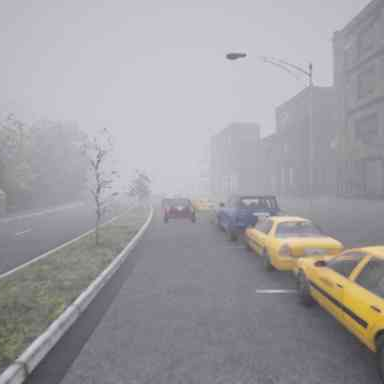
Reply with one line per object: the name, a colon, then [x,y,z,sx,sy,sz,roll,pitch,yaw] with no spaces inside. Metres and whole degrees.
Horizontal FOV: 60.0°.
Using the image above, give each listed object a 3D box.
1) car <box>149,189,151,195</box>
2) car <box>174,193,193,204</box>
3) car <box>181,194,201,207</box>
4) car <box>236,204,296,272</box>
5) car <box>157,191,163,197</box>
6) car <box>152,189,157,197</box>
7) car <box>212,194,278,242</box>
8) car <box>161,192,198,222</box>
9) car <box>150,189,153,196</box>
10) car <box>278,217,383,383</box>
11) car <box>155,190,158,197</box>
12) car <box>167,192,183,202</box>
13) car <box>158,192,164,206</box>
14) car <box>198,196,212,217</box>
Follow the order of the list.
car: [-10.206,0.393,92.453,2.163,1.488,4.792,0,1,-12]
car: [-1.333,0.996,50.575,2.163,1.488,4.792,0,1,-9]
car: [-0.206,1.046,43.624,1.946,1.575,5.366,0,1,-8]
car: [2.875,1.398,10.484,1.946,1.575,5.366,0,0,-2]
car: [-5.504,0.697,70.736,2.231,1.521,4.892,0,1,-12]
car: [-7.859,0.564,81.611,2.163,1.488,4.792,0,1,-12]
car: [2.625,1.102,15.886,2.435,2.045,5.566,0,0,-3]
car: [-0.973,1.137,24.190,2.097,1.767,4.553,0,1,-4]
car: [-9.025,0.491,87.002,2.002,1.452,4.674,0,1,-12]
car: [3.025,1.442,4.922,1.946,1.575,5.366,0,0,0]
car: [-6.678,0.657,76.161,2.002,1.452,4.674,0,1,-12]
car: [-3.179,0.846,59.993,2.097,1.535,5.008,0,1,-12]
car: [-2.870,1.067,40.872,1.882,1.535,5.008,0,1,-8]
car: [1.237,1.172,32.702,1.946,1.575,5.366,0,1,-6]
